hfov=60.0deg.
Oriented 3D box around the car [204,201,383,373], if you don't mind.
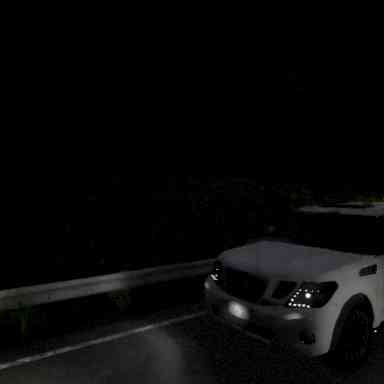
[{"bbox_3d":[2.845,1.219,6.013,5.566,2.045,2.150,0,0,-36],"label":"car"}]
